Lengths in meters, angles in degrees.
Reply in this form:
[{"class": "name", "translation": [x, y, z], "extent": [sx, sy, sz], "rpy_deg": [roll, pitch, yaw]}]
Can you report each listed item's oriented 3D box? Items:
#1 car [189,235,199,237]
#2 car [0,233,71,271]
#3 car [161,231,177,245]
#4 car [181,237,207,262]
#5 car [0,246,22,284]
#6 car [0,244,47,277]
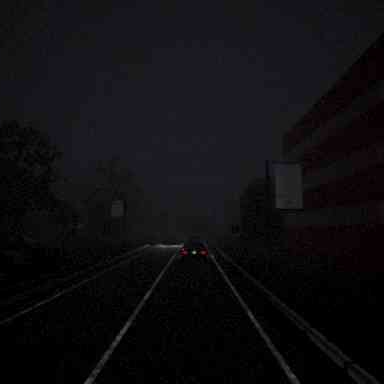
[{"class": "car", "translation": [0.299, 6.265, 42.608], "extent": [2.033, 1.411, 5.357], "rpy_deg": [0, -6, 1]}, {"class": "car", "translation": [-9.519, 3.281, 18.001], "extent": [5.566, 2.045, 2.435], "rpy_deg": [0, -6, 0]}, {"class": "car", "translation": [-3.071, 6.707, 47.008], "extent": [1.812, 1.442, 4.674], "rpy_deg": [0, -6, 1]}, {"class": "car", "translation": [0.171, 4.411, 24.972], "extent": [2.033, 1.411, 5.357], "rpy_deg": [0, -6, 0]}, {"class": "car", "translation": [-9.505, 2.938, 12.354], "extent": [5.008, 1.535, 2.097], "rpy_deg": [0, -6, 0]}, {"class": "car", "translation": [-9.526, 3.274, 15.161], "extent": [4.674, 1.452, 2.002], "rpy_deg": [0, -6, 0]}]
